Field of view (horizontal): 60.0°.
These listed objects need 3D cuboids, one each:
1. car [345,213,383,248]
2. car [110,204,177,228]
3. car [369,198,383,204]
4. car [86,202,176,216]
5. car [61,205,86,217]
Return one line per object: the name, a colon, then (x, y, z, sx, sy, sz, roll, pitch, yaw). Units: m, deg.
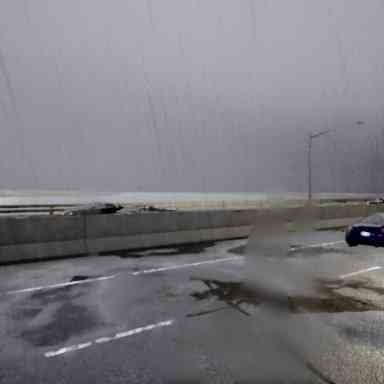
car: (8.287, 1.575, 13.895, 4.181, 1.385, 1.994, 0, 0, -35)
car: (-3.328, 1.571, 23.076, 4.181, 1.385, 1.994, 0, 0, -35)
car: (27.890, 1.596, 49.027, 4.181, 1.385, 1.994, 0, 0, -34)
car: (-3.123, 1.497, 18.935, 4.902, 1.511, 2.128, 0, 0, -35)
car: (-7.087, 1.496, 24.706, 4.902, 1.511, 2.128, 0, 0, -35)
